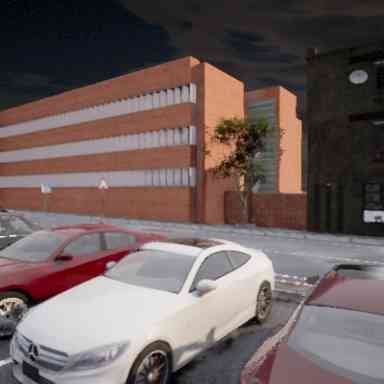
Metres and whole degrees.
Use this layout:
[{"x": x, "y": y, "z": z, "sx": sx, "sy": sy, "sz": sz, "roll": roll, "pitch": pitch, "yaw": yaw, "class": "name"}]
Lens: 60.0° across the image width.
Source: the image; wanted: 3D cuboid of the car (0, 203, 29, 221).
[{"x": -4.855, "y": 1.278, "z": 8.410, "sx": 2.185, "sy": 1.767, "sz": 4.553, "roll": 1, "pitch": 0, "yaw": 35, "class": "car"}]

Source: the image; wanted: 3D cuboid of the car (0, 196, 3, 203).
[{"x": -9.455, "y": 1.099, "z": 11.690, "sx": 2.435, "sy": 2.045, "sz": 5.566, "roll": 1, "pitch": 0, "yaw": 35, "class": "car"}]

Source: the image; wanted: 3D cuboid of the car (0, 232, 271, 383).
[{"x": -0.234, "y": 1.498, "z": 5.161, "sx": 2.002, "sy": 1.452, "sz": 4.674, "roll": 1, "pitch": 0, "yaw": 35, "class": "car"}]

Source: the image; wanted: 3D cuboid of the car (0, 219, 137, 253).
[{"x": -2.533, "y": 1.431, "z": 6.802, "sx": 2.097, "sy": 1.535, "sz": 5.008, "roll": 1, "pitch": 0, "yaw": 35, "class": "car"}]

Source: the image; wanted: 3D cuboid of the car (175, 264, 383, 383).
[{"x": 2.072, "y": 1.520, "z": 3.512, "sx": 2.002, "sy": 1.452, "sz": 4.674, "roll": 1, "pitch": 0, "yaw": 35, "class": "car"}]
